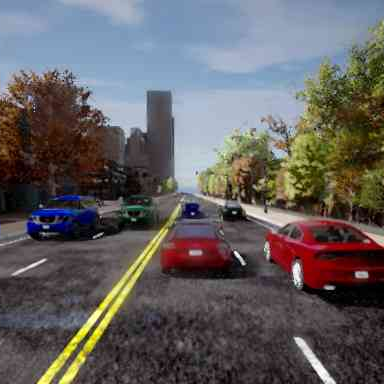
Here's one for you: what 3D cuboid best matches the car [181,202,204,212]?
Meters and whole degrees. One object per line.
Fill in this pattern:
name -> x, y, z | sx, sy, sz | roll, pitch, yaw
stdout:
car -> 0.032, 1.539, 28.354 | 1.812, 1.442, 4.674 | 0, 0, -1

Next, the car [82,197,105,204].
car -> -20.685, 1.856, 70.036 | 4.313, 1.339, 1.947 | -1, 1, -1

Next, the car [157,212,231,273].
car -> 0.101, 1.569, 10.762 | 1.994, 1.385, 4.181 | 0, 0, 0

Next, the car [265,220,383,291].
car -> 3.339, 1.482, 9.032 | 1.882, 1.535, 5.008 | 0, 0, 0

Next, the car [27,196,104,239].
car -> -6.604, 1.230, 17.791 | 2.150, 2.045, 5.566 | 0, 0, 0

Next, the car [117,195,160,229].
car -> -3.364, 1.232, 21.906 | 2.150, 2.045, 5.566 | 0, 0, 0

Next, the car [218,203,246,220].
car -> 3.287, 1.576, 27.840 | 1.994, 1.385, 4.181 | 0, 0, -1

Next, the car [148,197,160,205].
car -> -7.100, 1.594, 62.197 | 1.812, 1.442, 4.674 | 0, 0, -1
